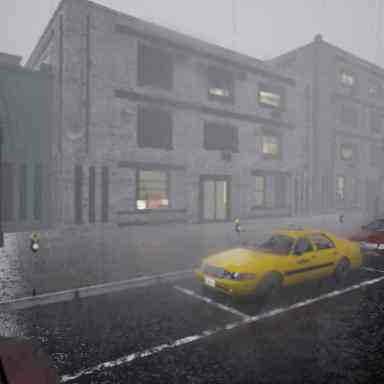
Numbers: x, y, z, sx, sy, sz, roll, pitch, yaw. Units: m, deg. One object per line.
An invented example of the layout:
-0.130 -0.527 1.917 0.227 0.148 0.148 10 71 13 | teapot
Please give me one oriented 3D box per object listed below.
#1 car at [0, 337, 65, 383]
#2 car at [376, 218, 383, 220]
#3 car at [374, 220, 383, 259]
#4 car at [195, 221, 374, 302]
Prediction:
-2.688 1.566 1.461 4.181 1.385 1.994 0 0 -35 | car
6.979 1.563 11.523 4.206 1.307 1.802 0 1 -35 | car
6.570 1.477 8.045 4.902 1.511 2.128 0 0 -35 | car
2.335 1.514 8.213 4.829 1.417 1.752 0 1 -35 | car
